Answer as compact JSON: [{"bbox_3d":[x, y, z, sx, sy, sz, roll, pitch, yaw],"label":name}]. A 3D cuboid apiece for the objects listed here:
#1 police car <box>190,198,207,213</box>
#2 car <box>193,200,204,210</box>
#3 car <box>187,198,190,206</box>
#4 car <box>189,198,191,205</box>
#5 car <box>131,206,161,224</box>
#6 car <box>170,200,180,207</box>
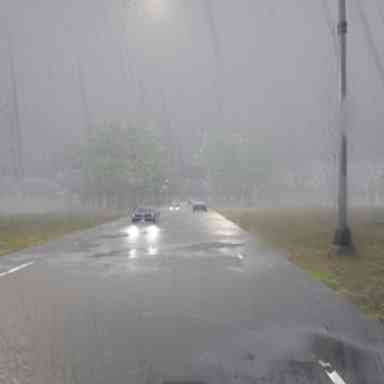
[{"bbox_3d":[1.038,1.915,45.336,1.930,1.638,5.238,0,-1,0],"label":"police car"},{"bbox_3d":[1.035,2.151,55.224,1.837,1.490,4.892,0,-1,0],"label":"car"},{"bbox_3d":[-0.021,2.289,78.338,2.097,1.767,4.553,0,-1,0],"label":"car"},{"bbox_3d":[1.033,2.098,61.199,2.097,1.767,4.553,0,-1,0],"label":"car"},{"bbox_3d":[-3.605,1.815,26.629,1.895,1.301,4.718,0,-1,0],"label":"car"},{"bbox_3d":[-3.523,2.366,67.608,2.128,1.511,4.902,0,-1,0],"label":"car"}]
